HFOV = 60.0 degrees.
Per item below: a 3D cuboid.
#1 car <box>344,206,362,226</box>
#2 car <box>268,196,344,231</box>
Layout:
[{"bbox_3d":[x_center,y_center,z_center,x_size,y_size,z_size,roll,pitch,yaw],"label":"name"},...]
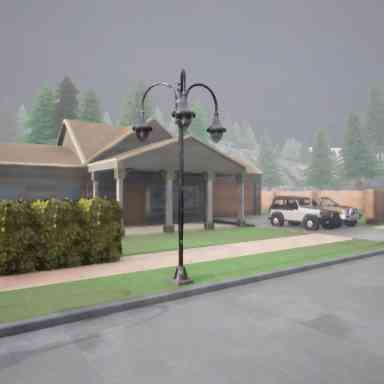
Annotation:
[{"bbox_3d":[8.051,1.171,20.887,1.932,1.855,4.605,0,0,-35],"label":"car"},{"bbox_3d":[6.219,1.173,19.122,1.905,1.878,3.866,0,0,-35],"label":"car"}]
